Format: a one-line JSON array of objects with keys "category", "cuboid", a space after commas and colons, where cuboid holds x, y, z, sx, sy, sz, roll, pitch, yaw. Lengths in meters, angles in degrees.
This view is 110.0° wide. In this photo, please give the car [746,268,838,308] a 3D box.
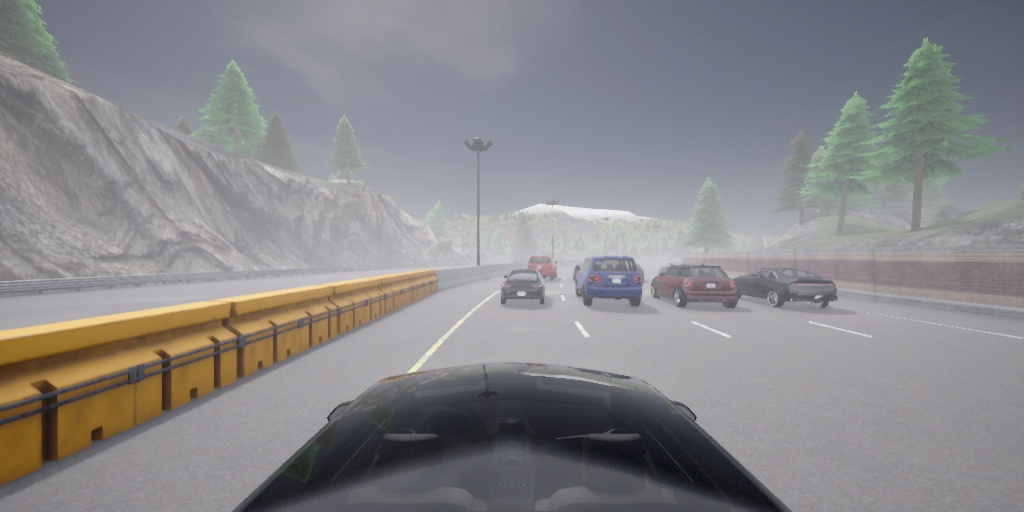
[{"category": "car", "cuboid": [11.027, 1.242, 15.074, 2.128, 1.511, 4.902, 0, 0, 5]}]

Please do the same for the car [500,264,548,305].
[{"category": "car", "cuboid": [0.569, 1.280, 16.013, 1.812, 1.442, 4.674, 0, 0, 5]}]

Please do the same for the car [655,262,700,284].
[{"category": "car", "cuboid": [12.902, 1.243, 28.331, 2.128, 1.511, 4.902, 0, 0, 11]}]

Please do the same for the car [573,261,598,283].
[{"category": "car", "cuboid": [6.029, 1.232, 29.663, 1.882, 1.535, 5.008, 0, 0, 11]}]

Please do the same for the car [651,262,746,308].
[{"category": "car", "cuboid": [7.538, 1.113, 15.357, 2.097, 1.767, 4.553, 0, 0, 5]}]

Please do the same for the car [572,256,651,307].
[{"category": "car", "cuboid": [4.057, 1.005, 15.730, 2.150, 2.045, 5.566, 0, 0, 5]}]

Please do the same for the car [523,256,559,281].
[{"category": "car", "cuboid": [2.599, 1.005, 30.359, 2.150, 2.045, 5.566, 0, 0, 11]}]
